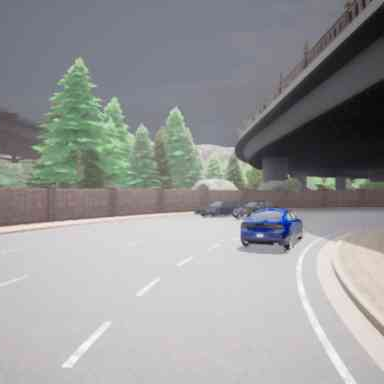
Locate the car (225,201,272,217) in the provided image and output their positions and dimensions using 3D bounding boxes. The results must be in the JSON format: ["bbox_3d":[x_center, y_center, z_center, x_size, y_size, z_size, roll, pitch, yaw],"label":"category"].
[{"bbox_3d":[5.352,1.496,27.755,4.892,1.490,1.837,0,-1,-39],"label":"car"}]

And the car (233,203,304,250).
[{"bbox_3d":[3.644,1.473,14.602,1.882,1.535,5.008,0,0,27],"label":"car"}]

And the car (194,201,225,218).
[{"bbox_3d":[2.711,1.536,30.242,5.357,1.411,2.033,0,0,-41],"label":"car"}]
